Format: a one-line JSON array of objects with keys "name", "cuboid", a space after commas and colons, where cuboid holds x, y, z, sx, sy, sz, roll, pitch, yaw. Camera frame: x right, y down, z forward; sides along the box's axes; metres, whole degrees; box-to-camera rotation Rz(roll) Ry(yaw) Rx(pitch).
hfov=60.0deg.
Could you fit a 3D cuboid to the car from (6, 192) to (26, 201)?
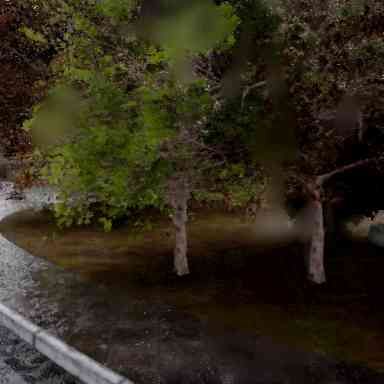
[{"name": "car", "cuboid": [-28.471, 0.656, 53.950, 1.994, 1.385, 4.181, 0, 2, -8]}]
